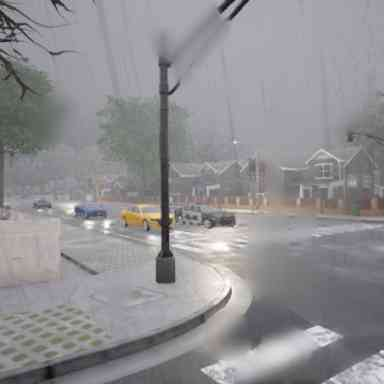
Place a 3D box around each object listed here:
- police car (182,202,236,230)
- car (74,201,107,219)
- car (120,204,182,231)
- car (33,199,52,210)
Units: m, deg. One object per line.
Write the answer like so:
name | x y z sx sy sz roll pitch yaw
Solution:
police car | 0.822 1.486 22.081 1.930 1.638 5.238 -1 0 -35
car | -9.449 1.616 30.782 1.882 1.535 5.008 -1 0 -35
car | -2.980 1.578 21.652 1.882 1.535 5.008 -1 0 -35
car | -21.824 1.767 48.390 2.033 1.411 5.357 -1 0 -35
